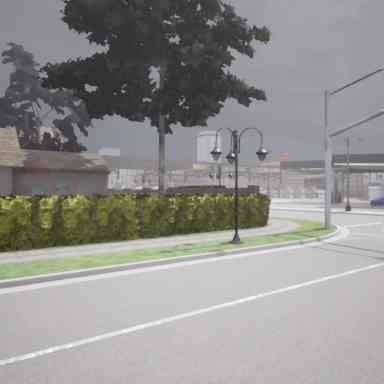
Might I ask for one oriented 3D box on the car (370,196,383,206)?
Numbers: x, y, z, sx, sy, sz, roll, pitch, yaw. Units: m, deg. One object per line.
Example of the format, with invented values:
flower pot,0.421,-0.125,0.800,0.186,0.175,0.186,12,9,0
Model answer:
car,28.512,1.294,48.482,2.242,1.667,4.611,0,0,-35
